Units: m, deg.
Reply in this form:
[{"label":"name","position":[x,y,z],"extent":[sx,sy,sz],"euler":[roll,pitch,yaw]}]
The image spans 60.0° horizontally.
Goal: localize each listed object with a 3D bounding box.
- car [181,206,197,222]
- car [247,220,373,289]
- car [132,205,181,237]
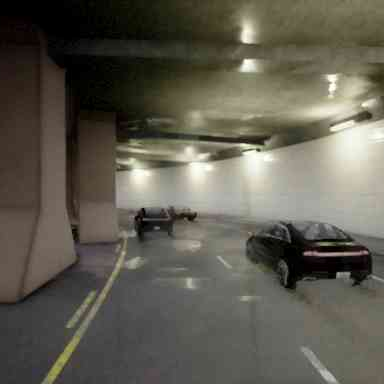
[{"label":"car","position":[-1.347,1.740,27.214],"extent":[1.895,1.301,4.718],"euler":[0,0,-23]},{"label":"car","position":[2.906,1.524,9.303],"extent":[2.128,1.511,4.902],"euler":[0,0,-5]},{"label":"car","position":[-2.284,1.594,18.912],"extent":[2.128,1.511,4.902],"euler":[0,0,-13]}]
